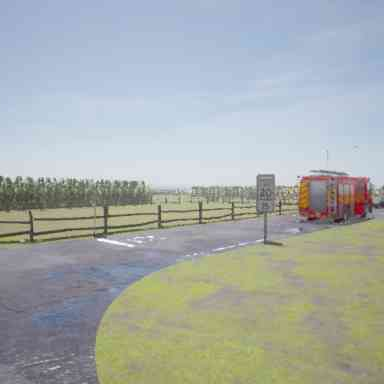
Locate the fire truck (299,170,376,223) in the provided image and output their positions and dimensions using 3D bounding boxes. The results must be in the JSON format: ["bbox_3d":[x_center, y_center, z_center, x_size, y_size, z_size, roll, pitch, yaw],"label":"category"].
[{"bbox_3d":[11.774,0.289,26.692,2.891,3.827,8.468,1,1,43],"label":"fire truck"}]

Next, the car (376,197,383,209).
[{"bbox_3d":[24.161,1.413,43.913,2.033,1.411,5.357,1,1,44],"label":"car"}]
